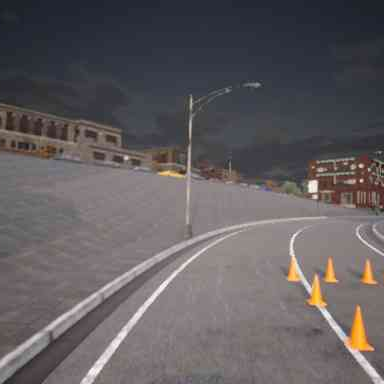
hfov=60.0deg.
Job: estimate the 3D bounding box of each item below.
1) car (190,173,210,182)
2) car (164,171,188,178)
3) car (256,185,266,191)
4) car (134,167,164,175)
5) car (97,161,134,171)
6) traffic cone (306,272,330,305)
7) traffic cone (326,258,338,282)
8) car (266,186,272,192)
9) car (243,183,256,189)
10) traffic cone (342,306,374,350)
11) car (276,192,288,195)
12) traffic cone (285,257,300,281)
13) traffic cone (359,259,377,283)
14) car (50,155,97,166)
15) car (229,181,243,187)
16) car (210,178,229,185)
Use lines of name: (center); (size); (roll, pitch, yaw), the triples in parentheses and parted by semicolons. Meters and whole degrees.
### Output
car: (0.370, -2.267, 56.243); (2.185, 1.767, 4.553); (-2, -5, 41)
car: (-3.216, -2.516, 52.045); (2.097, 1.535, 5.008); (-2, -5, 42)
car: (13.888, -0.713, 73.909); (2.185, 1.767, 4.553); (-1, -5, 35)
car: (-6.903, -2.849, 47.913); (2.002, 1.452, 4.674); (-2, -5, 43)
car: (-10.677, -3.253, 43.866); (2.231, 1.521, 4.892); (-2, -5, 44)
traffic cone: (2.644, 2.060, 7.089); (0.340, 0.580, 0.340); (1, 0, 3)
traffic cone: (3.745, 2.097, 9.031); (0.340, 0.580, 0.340); (1, 0, 4)
car: (17.061, -0.406, 78.527); (2.435, 2.045, 5.566); (-1, -5, 34)
car: (10.616, -0.998, 69.327); (2.231, 1.521, 4.892); (-1, -5, 37)
traffic cone: (2.539, 2.044, 5.092); (0.340, 0.580, 0.340); (1, 0, 3)
car: (22.969, 0.807, 87.786); (2.002, 1.452, 4.674); (-1, -5, 32)
traffic cone: (2.751, 2.079, 9.082); (0.340, 0.580, 0.340); (1, -1, 3)
traffic cone: (4.743, 2.115, 8.982); (0.340, 0.580, 0.340); (1, 0, 3)
car: (-14.508, -3.596, 39.906); (2.231, 1.521, 4.892); (-2, -5, 44)
car: (7.371, -1.334, 64.997); (2.002, 1.452, 4.674); (-1, -5, 38)
car: (3.975, -1.722, 60.663); (2.163, 1.488, 4.792); (-1, -5, 39)
